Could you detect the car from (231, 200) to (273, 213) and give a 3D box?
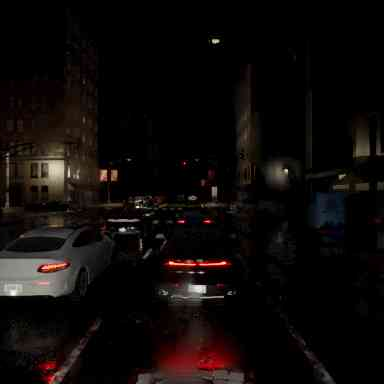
[{"bbox_3d":[6.608,1.593,36.726,4.674,1.442,1.812,0,-1,-4],"label":"car"}]

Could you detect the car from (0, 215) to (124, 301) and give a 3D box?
[{"bbox_3d":[-3.148,1.529,8.180,1.812,1.442,4.674,0,0,0],"label":"car"}]

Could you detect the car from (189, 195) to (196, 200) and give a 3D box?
[{"bbox_3d":[0.098,1.606,93.652,1.895,1.301,4.718,0,0,0],"label":"car"}]

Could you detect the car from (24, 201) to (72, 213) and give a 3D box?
[{"bbox_3d":[-15.918,1.596,36.823,4.718,1.301,1.895,0,-1,0],"label":"car"}]

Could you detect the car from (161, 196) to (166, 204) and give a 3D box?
[{"bbox_3d":[-6.498,1.548,61.946,1.812,1.442,4.674,0,0,1],"label":"car"}]

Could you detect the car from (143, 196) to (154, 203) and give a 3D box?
[{"bbox_3d":[-9.674,1.547,73.722,1.812,1.442,4.674,0,0,0],"label":"car"}]

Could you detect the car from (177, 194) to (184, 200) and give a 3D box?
[{"bbox_3d":[-3.153,1.322,93.211,1.882,1.535,5.008,0,0,0],"label":"car"}]

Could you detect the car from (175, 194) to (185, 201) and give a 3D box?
[{"bbox_3d":[-3.164,1.537,82.792,2.128,1.511,4.902,0,0,0],"label":"car"}]

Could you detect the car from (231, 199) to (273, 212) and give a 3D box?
[{"bbox_3d":[7.198,1.638,40.141,4.674,1.442,1.812,0,-1,0],"label":"car"}]

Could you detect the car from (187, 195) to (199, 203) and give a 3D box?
[{"bbox_3d":[0.148,1.514,60.084,2.128,1.511,4.902,0,0,0],"label":"car"}]

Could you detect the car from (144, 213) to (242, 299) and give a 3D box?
[{"bbox_3d":[0.101,1.508,8.431,1.837,1.490,4.892,0,0,0],"label":"car"}]

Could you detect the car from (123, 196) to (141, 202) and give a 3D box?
[{"bbox_3d":[-9.780,1.526,53.379,1.837,1.490,4.892,0,0,0],"label":"car"}]

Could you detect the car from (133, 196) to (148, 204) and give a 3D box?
[{"bbox_3d":[-9.732,1.513,63.508,2.128,1.511,4.902,0,0,1],"label":"car"}]

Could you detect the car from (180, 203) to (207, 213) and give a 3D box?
[{"bbox_3d":[0.100,1.533,17.548,1.812,1.442,4.674,0,0,0],"label":"car"}]

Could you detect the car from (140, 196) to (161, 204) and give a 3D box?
[{"bbox_3d":[-6.535,1.526,52.922,1.837,1.490,4.892,0,0,0],"label":"car"}]

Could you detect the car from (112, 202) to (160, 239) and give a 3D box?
[{"bbox_3d":[-3.134,1.499,17.446,2.128,1.511,4.902,0,0,0],"label":"car"}]
